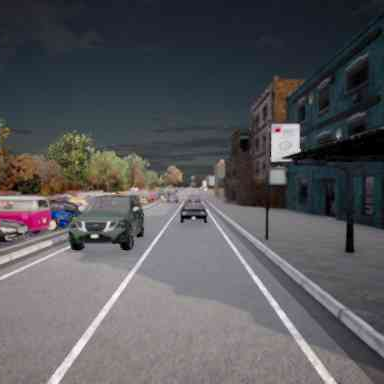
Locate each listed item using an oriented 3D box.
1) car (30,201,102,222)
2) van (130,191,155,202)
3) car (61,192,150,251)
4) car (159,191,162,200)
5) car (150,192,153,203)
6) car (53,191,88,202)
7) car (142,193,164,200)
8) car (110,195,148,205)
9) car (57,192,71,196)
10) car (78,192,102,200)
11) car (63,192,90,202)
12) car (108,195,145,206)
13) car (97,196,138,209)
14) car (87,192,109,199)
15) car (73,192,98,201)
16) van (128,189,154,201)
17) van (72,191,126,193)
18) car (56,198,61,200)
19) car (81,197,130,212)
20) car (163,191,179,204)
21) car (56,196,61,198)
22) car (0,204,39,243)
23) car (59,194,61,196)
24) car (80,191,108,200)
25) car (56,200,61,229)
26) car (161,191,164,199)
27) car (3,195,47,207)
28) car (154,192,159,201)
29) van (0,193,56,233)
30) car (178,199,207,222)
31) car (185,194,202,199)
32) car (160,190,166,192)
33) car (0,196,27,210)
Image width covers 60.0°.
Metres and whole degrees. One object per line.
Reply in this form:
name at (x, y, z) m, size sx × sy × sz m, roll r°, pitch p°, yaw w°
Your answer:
car at (-9.470, 1.420, 25.220) m, size 4.674 × 1.452 × 2.002 m, roll 0°, pitch 0°, yaw 0°
van at (-9.102, 0.881, 61.274) m, size 4.442 × 1.987 × 1.878 m, roll 0°, pitch 0°, yaw 0°
car at (-3.346, 1.149, 14.192) m, size 2.150 × 2.045 × 5.566 m, roll 0°, pitch 0°, yaw 0°
car at (-9.163, 1.076, 69.750) m, size 4.674 × 1.452 × 2.002 m, roll 0°, pitch 0°, yaw 0°
car at (-9.269, 1.175, 53.051) m, size 4.892 × 1.521 × 2.231 m, roll 0°, pitch 0°, yaw 0°
car at (-22.326, 0.853, 61.359) m, size 5.566 × 2.045 × 2.435 m, roll 0°, pitch 0°, yaw 0°
car at (-9.118, 1.009, 77.958) m, size 4.674 × 1.452 × 2.002 m, roll -1°, pitch 0°, yaw 1°
car at (-9.480, 1.194, 50.270) m, size 5.366 × 1.575 × 1.946 m, roll 0°, pitch 0°, yaw 0°
car at (-22.325, 1.201, 53.130) m, size 4.792 × 1.488 × 2.163 m, roll 0°, pitch 0°, yaw 0°
car at (-22.252, 0.886, 72.498) m, size 4.553 × 1.767 × 2.185 m, roll 0°, pitch 0°, yaw 0°
car at (-22.247, 0.954, 64.269) m, size 4.553 × 1.767 × 2.185 m, roll 0°, pitch 0°, yaw 0°
car at (-9.320, 1.220, 47.486) m, size 4.892 × 1.521 × 2.231 m, roll 0°, pitch 0°, yaw 0°
car at (-9.355, 1.302, 41.919) m, size 4.674 × 1.452 × 2.002 m, roll 0°, pitch 0°, yaw 0°
car at (-22.151, 0.839, 78.193) m, size 4.553 × 1.767 × 2.185 m, roll 0°, pitch 0°, yaw 0°
car at (-22.272, 0.909, 69.714) m, size 4.553 × 1.767 × 2.185 m, roll 0°, pitch 0°, yaw 0°
van at (-9.139, 0.926, 55.832) m, size 4.442 × 1.987 × 1.878 m, roll 0°, pitch 0°, yaw 0°
van at (-9.293, 1.097, 33.503) m, size 4.442 × 1.987 × 1.878 m, roll 0°, pitch 0°, yaw 0°
car at (-9.482, 1.397, 22.435) m, size 5.008 × 1.535 × 2.097 m, roll 0°, pitch 0°, yaw 0°
car at (-9.362, 1.332, 36.352) m, size 4.792 × 1.488 × 2.163 m, roll 0°, pitch 0°, yaw 0°
car at (-3.203, 1.123, 55.472) m, size 2.128 × 1.511 × 4.902 m, roll 0°, pitch 0°, yaw 1°
car at (-9.263, 1.358, 28.001) m, size 5.366 × 1.575 × 1.946 m, roll 0°, pitch 0°, yaw 0°
car at (-9.551, 1.450, 14.086) m, size 4.892 × 1.521 × 2.231 m, roll 0°, pitch 0°, yaw 0°
car at (-9.398, 1.216, 30.784) m, size 4.553 × 1.767 × 2.185 m, roll 0°, pitch 0°, yaw 0°
car at (-22.230, 0.736, 75.407) m, size 5.566 × 2.045 × 2.435 m, roll 0°, pitch 0°, yaw 0°
car at (-9.512, 1.414, 19.652) m, size 5.008 × 1.535 × 2.097 m, roll 0°, pitch 0°, yaw 0°
car at (-9.170, 1.043, 72.533) m, size 4.792 × 1.488 × 2.163 m, roll 0°, pitch 0°, yaw 0°
car at (-22.419, 1.240, 44.776) m, size 4.892 × 1.521 × 2.231 m, roll 0°, pitch 0°, yaw 0°
car at (-9.209, 0.877, 58.615) m, size 5.566 × 2.045 × 2.435 m, roll 0°, pitch 0°, yaw 0°
van at (-9.642, 1.206, 16.869) m, size 4.442 × 1.987 × 1.878 m, roll 0°, pitch 0°, yaw 0°
car at (0.119, 1.466, 24.659) m, size 1.895 × 1.301 × 4.718 m, roll 0°, pitch 0°, yaw 0°
car at (0.168, 1.089, 42.791) m, size 2.097 × 1.767 × 4.553 m, roll 0°, pitch 1°, yaw 0°
car at (-8.936, 0.987, 75.315) m, size 5.366 × 1.575 × 1.946 m, roll 0°, pitch 0°, yaw 0°
car at (-22.456, 1.279, 39.206) m, size 5.008 × 1.535 × 2.097 m, roll 0°, pitch 0°, yaw 0°
